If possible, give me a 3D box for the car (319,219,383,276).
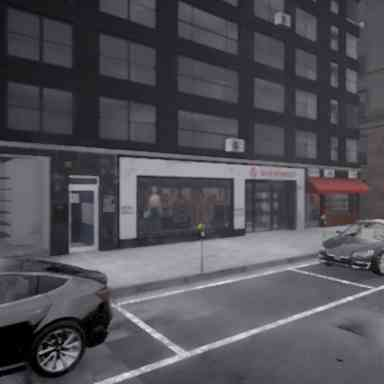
[{"bbox_3d":[5.709,1.548,10.258,4.403,1.369,2.008,0,0,-35],"label":"car"}]

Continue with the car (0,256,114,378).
[{"bbox_3d":[-3.100,1.566,3.976,4.313,1.339,1.947,0,0,-35],"label":"car"}]
